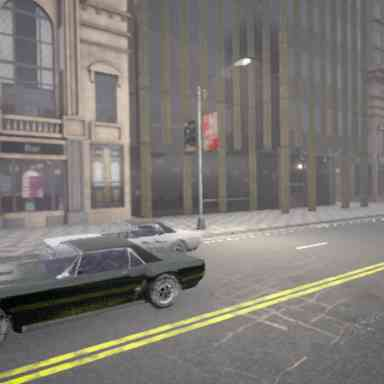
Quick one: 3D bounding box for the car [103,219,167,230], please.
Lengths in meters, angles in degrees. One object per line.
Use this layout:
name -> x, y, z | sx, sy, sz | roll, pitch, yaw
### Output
car -> -2.049, 1.537, 10.210 | 4.718, 1.301, 1.895 | -1, 1, -36

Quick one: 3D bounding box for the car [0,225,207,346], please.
car -> -2.116, 1.574, 6.168 | 4.718, 1.301, 1.895 | -1, 1, -36
